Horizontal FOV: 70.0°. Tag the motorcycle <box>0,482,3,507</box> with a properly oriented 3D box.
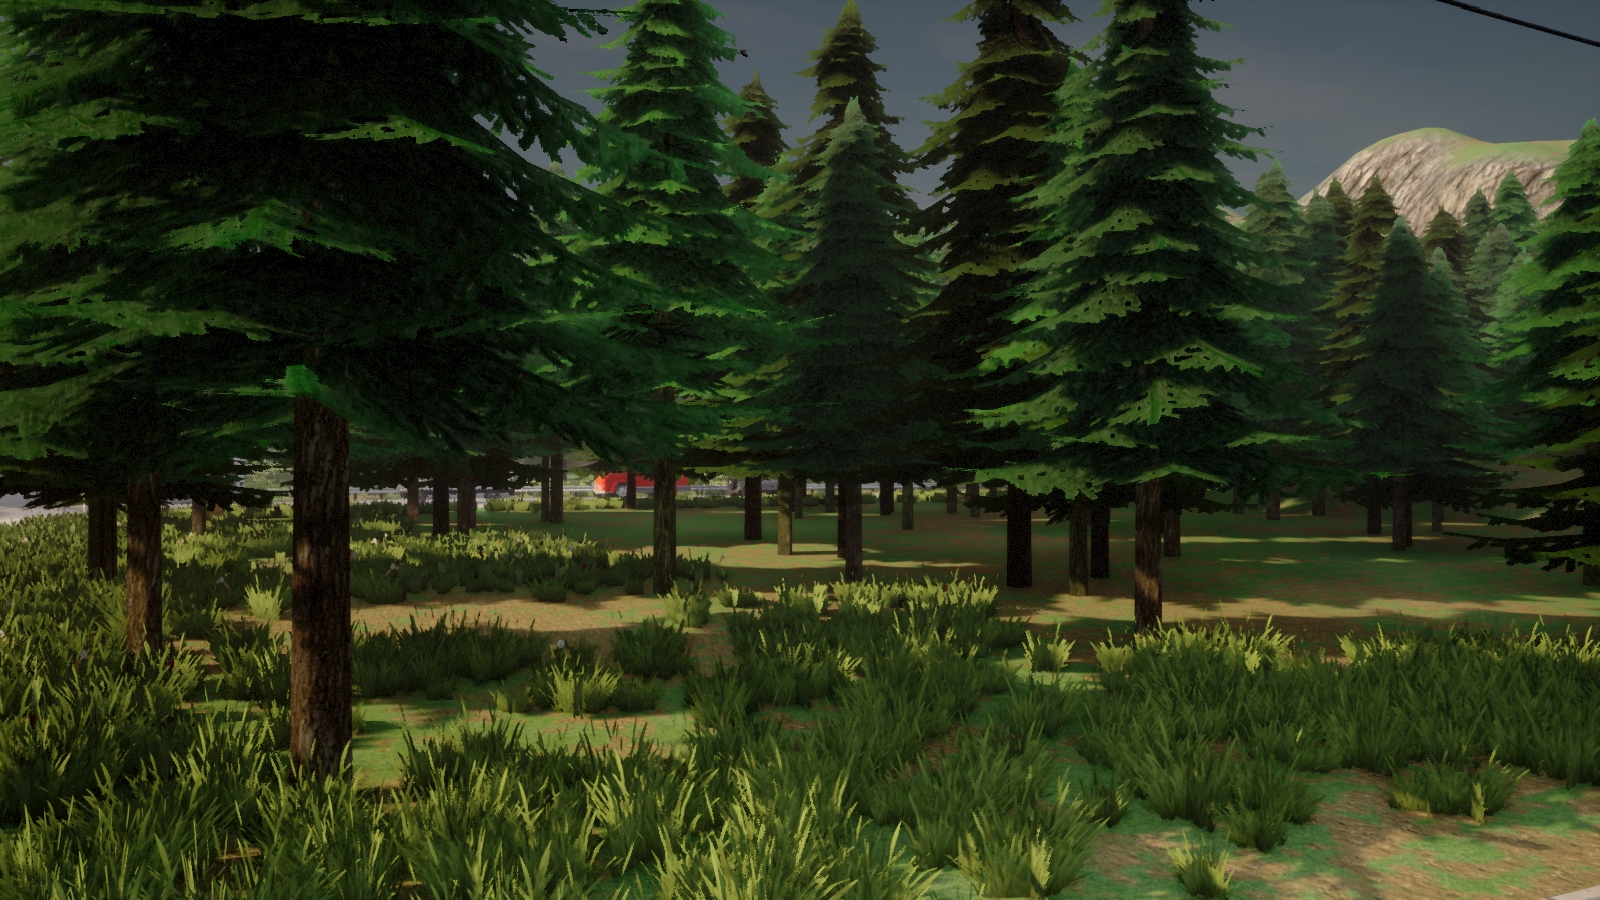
[{"bbox_3d":[-40.747,2.199,57.081,2.209,1.251,0.867,0,-4,39],"label":"motorcycle"}]
